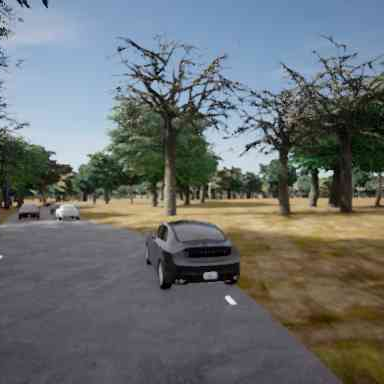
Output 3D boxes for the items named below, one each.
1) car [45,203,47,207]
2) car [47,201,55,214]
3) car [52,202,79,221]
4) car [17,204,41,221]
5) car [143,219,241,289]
[{"bbox_3d":[-32.729,2.735,77.259,2.033,1.411,5.357,0,-1,-15],"label":"car"},{"bbox_3d":[-17.778,2.132,44.233,2.128,1.511,4.902,0,-1,-24],"label":"car"},{"bbox_3d":[-12.182,1.950,32.393,1.812,1.442,4.674,0,-1,-28],"label":"car"},{"bbox_3d":[-16.222,1.948,33.183,1.882,1.535,5.008,0,-1,-26],"label":"car"},{"bbox_3d":[-0.201,1.537,9.359,1.837,1.490,4.892,0,0,-14],"label":"car"}]
